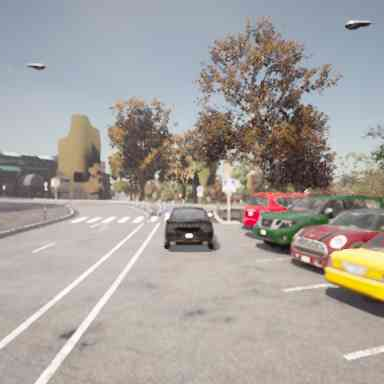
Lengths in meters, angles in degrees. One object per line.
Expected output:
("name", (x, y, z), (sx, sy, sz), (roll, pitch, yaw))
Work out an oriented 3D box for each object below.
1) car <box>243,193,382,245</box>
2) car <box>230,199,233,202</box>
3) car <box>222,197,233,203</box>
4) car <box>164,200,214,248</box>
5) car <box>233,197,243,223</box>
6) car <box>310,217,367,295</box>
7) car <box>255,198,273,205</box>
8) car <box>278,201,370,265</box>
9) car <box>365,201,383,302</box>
("car", (5.158, 1.129, 13.022), (5.566, 2.045, 2.435), (0, 1, -21))
("car", (5.031, 1.303, 18.985), (4.892, 1.521, 2.231), (0, 1, -22))
("car", (10.383, 2.167, 88.918), (5.008, 1.535, 1.882), (0, 1, 30))
("car", (-0.139, 1.351, 14.205), (1.882, 1.535, 5.008), (0, 1, -1))
("car", (5.142, 1.090, 16.024), (5.566, 2.045, 2.435), (0, 1, -22))
("car", (5.451, 1.451, 7.175), (5.366, 1.575, 1.946), (1, 0, -21))
("car", (17.420, 2.318, 80.645), (1.994, 1.385, 4.181), (0, 1, -30))
("car", (5.266, 1.294, 10.079), (4.553, 1.767, 2.185), (1, 1, -21))
("car", (5.289, 1.223, 4.106), (5.566, 2.045, 2.435), (1, 1, -21))
